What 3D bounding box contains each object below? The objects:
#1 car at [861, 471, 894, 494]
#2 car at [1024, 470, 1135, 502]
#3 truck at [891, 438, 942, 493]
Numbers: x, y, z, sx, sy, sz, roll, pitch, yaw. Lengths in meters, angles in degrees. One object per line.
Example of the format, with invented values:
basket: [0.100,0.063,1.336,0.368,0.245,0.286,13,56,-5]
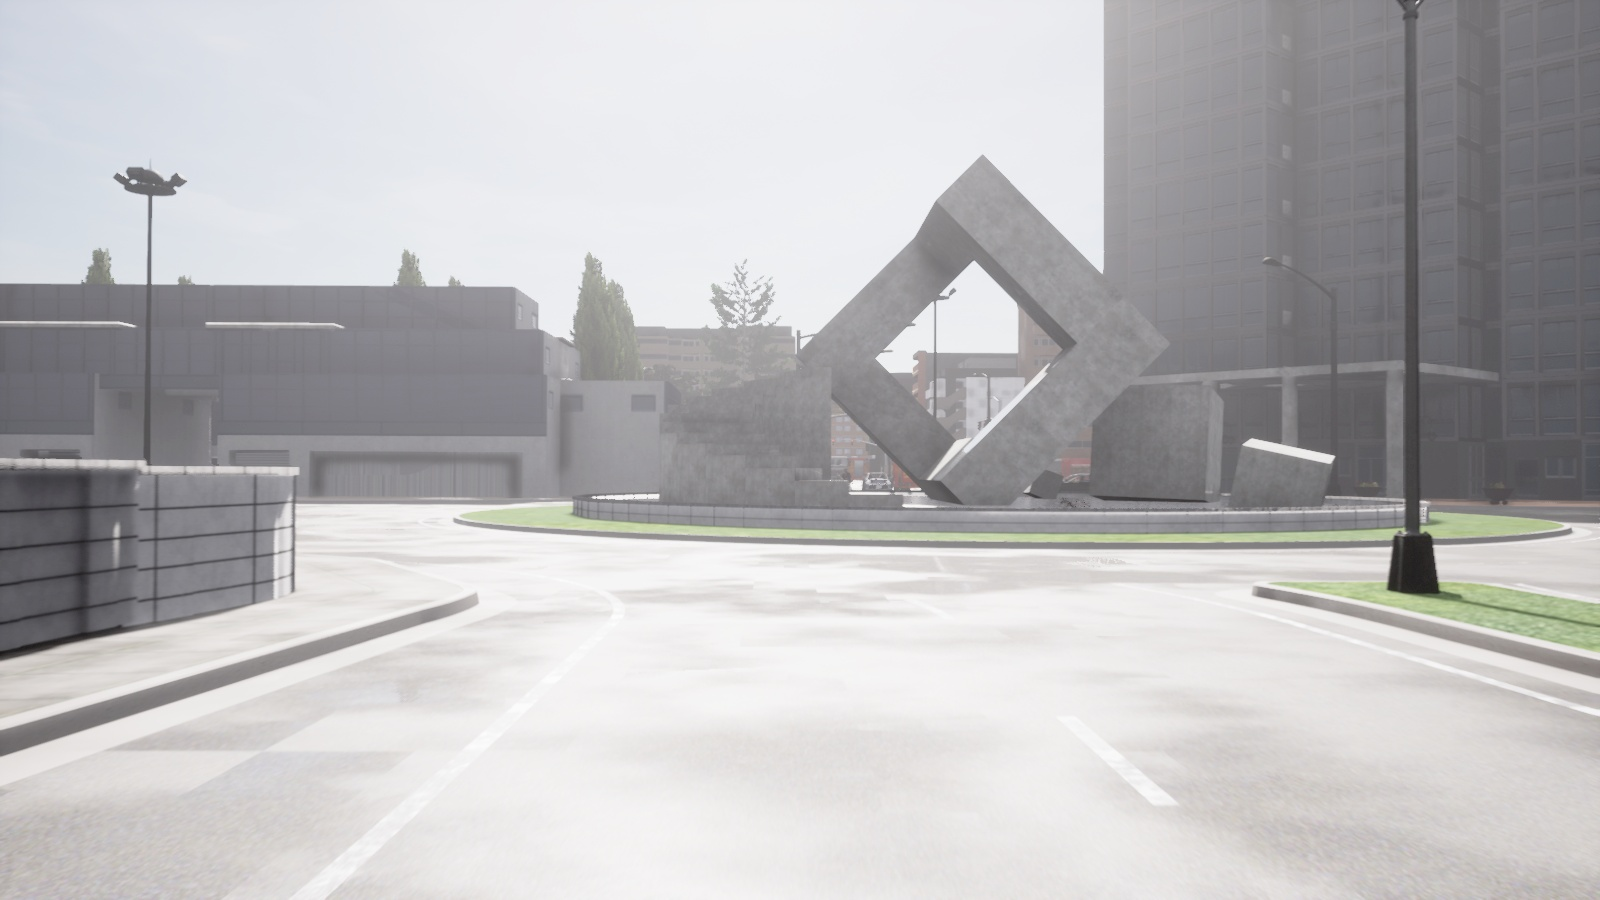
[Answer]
car: [5.104,2.151,83.111,1.970,1.475,3.806,0,-1,0]
car: [13.564,1.737,60.969,4.902,1.511,2.128,-1,-1,27]
truck: [8.546,1.174,93.078,2.891,3.827,8.468,0,-1,-1]
